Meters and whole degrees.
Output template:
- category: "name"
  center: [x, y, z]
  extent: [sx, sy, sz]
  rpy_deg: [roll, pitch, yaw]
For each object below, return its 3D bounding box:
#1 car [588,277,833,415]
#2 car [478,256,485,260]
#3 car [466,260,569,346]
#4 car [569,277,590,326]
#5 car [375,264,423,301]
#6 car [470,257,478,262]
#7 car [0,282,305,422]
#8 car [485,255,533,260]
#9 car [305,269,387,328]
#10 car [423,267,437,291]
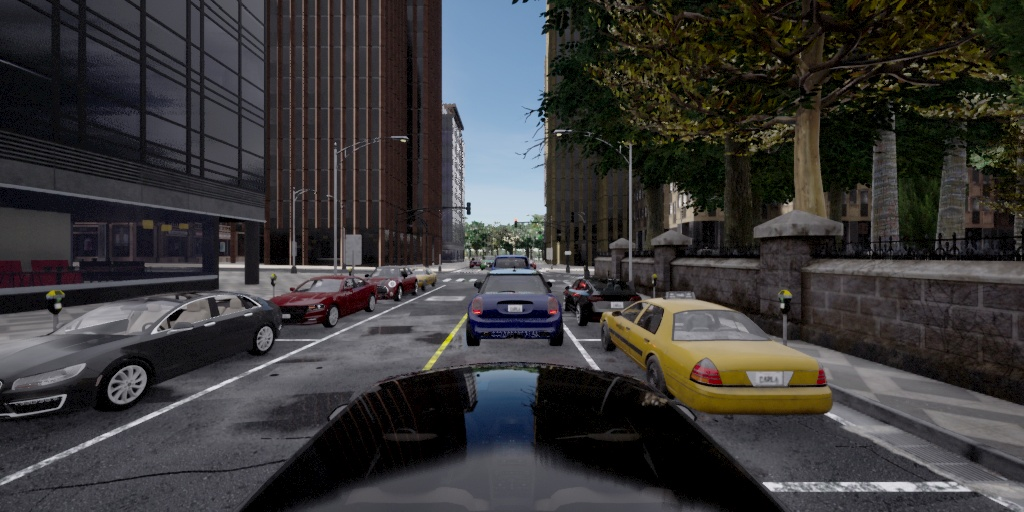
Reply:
- category: "car"
  center: [2.752, 1.275, 6.151]
  extent: [1.751, 1.417, 4.829]
  rpy_deg: [0, 0, 0]
- category: "car"
  center: [-3.214, 0.982, 51.214]
  extent: [2.150, 2.045, 5.566]
  rpy_deg: [0, 0, -1]
- category: "car"
  center: [0.036, 1.102, 9.539]
  extent: [2.097, 1.767, 4.553]
  rpy_deg: [0, 0, -1]
- category: "car"
  center: [2.740, 1.316, 11.437]
  extent: [1.948, 1.339, 4.313]
  rpy_deg: [0, 0, 0]
- category: "car"
  center: [-5.797, 1.190, 16.873]
  extent: [1.967, 1.591, 4.097]
  rpy_deg: [0, 0, 0]
- category: "car"
  center: [-5.894, 1.078, 59.738]
  extent: [2.192, 1.841, 5.009]
  rpy_deg: [0, 0, 0]
- category: "car"
  center: [-5.772, 1.300, 5.959]
  extent: [2.007, 1.370, 4.403]
  rpy_deg: [0, 0, 0]
- category: "car"
  center: [-0.034, 0.972, 18.973]
  extent: [2.150, 2.045, 5.566]
  rpy_deg: [0, 0, 0]
- category: "car"
  center: [-5.785, 1.295, 11.416]
  extent: [1.888, 1.381, 4.507]
  rpy_deg: [0, 0, 0]
- category: "car"
  center: [-5.809, 1.277, 22.160]
  extent: [1.751, 1.417, 4.829]
  rpy_deg: [0, 0, 0]
